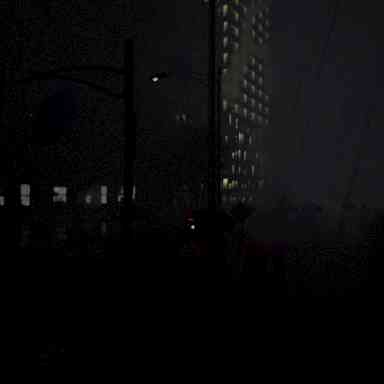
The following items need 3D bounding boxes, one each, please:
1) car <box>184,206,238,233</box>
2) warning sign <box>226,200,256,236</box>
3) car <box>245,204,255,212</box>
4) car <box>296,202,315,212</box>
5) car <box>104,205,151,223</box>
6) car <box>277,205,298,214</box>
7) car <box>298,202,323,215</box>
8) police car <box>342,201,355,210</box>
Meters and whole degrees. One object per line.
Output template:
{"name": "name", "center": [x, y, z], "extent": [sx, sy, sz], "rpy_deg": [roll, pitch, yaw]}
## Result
{"name": "car", "center": [1.357, 1.841, 21.659], "extent": [1.837, 1.490, 4.892], "rpy_deg": [0, -1, 32]}
{"name": "warning sign", "center": [2.772, 1.432, 18.786], "extent": [1.300, 1.860, 1.060], "rpy_deg": [1, 1, 33]}
{"name": "car", "center": [7.716, 2.383, 49.931], "extent": [1.895, 1.301, 4.718], "rpy_deg": [0, -1, 33]}
{"name": "car", "center": [18.749, 2.491, 54.989], "extent": [1.837, 1.490, 4.892], "rpy_deg": [0, -1, 33]}
{"name": "car", "center": [-5.572, 1.873, 29.330], "extent": [1.812, 1.442, 4.674], "rpy_deg": [0, -1, 33]}
{"name": "car", "center": [13.567, 2.417, 46.826], "extent": [1.895, 1.301, 4.718], "rpy_deg": [0, -1, 33]}
{"name": "car", "center": [16.480, 2.312, 45.342], "extent": [1.882, 1.535, 5.008], "rpy_deg": [0, -1, 33]}
{"name": "police car", "center": [31.102, 2.705, 66.104], "extent": [1.930, 1.638, 5.238], "rpy_deg": [0, -1, 33]}
